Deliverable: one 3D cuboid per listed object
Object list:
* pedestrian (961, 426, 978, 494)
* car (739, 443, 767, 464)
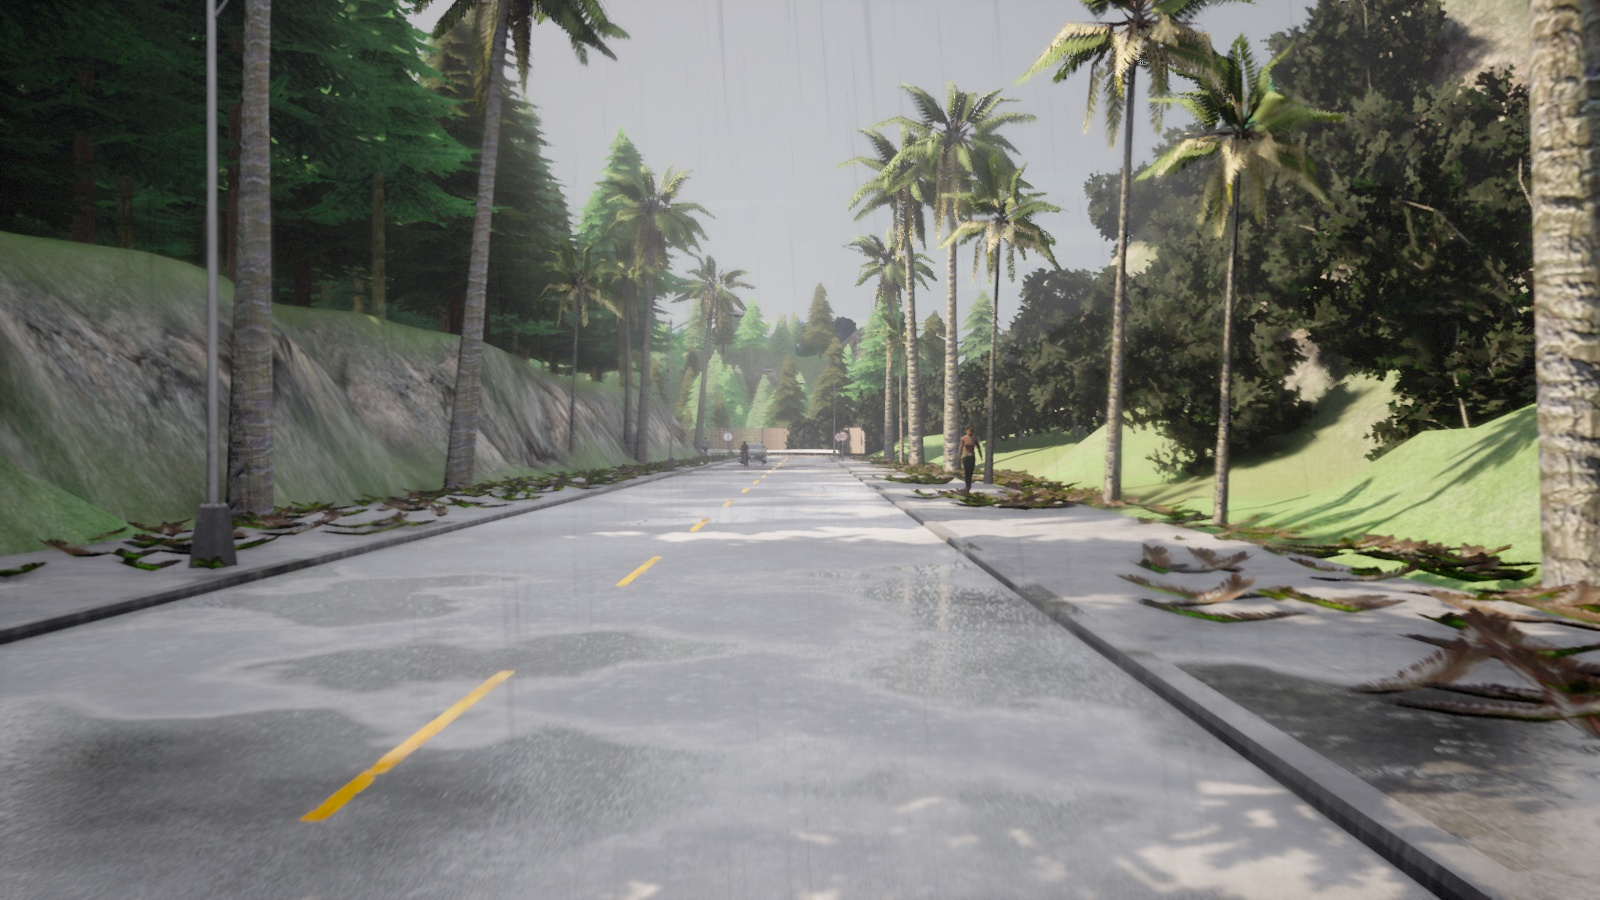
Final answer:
[{"bbox_3d":[4.504,0.262,33.414,0.328,1.805,0.869,0,0,1],"label":"pedestrian"},{"bbox_3d":[-3.384,0.233,91.310,1.837,1.490,4.892,0,1,0],"label":"car"}]
